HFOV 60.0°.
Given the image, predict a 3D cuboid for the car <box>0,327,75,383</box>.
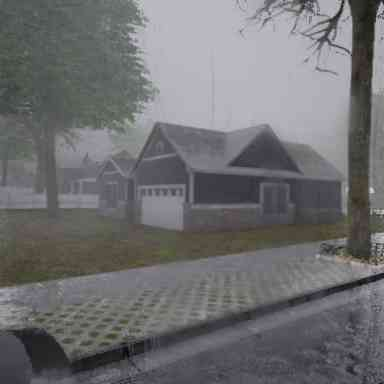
[{"bbox_3d":[-2.837,1.496,1.048,4.902,1.511,2.128,0,0,-35],"label":"car"}]
